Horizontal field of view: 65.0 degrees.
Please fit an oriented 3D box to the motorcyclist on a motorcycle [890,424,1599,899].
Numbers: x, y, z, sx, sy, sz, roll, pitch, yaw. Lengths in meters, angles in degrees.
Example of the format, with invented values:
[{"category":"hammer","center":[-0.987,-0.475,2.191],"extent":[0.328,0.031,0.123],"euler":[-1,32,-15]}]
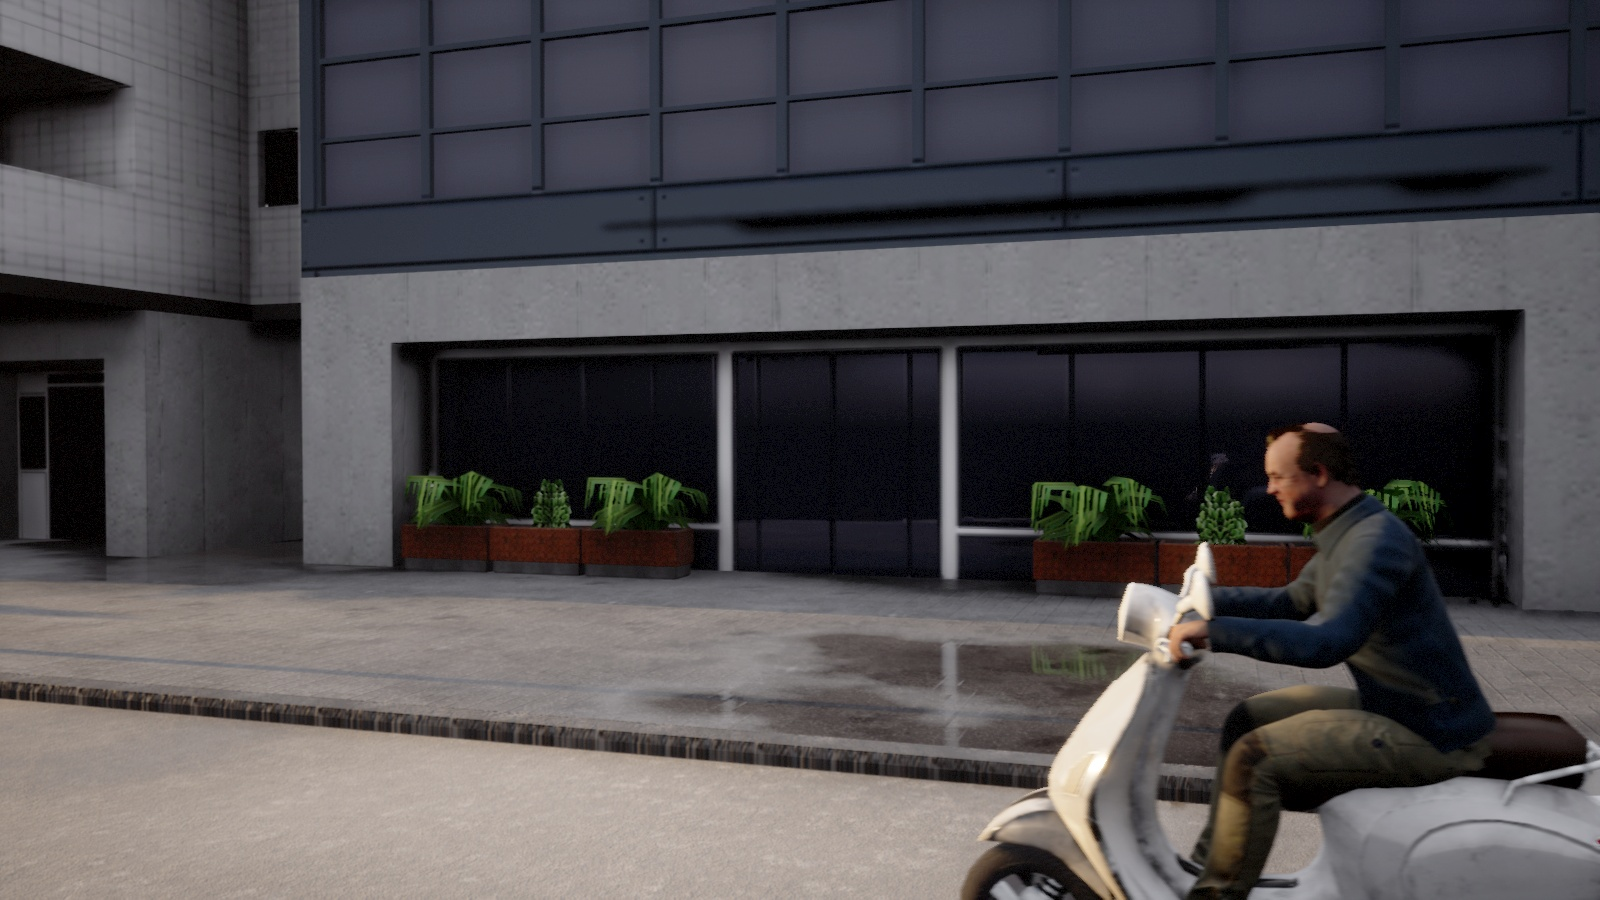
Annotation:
[{"category":"motorcyclist on a motorcycle","center":[1.230,0.731,3.305],"extent":[1.817,1.590,0.866],"euler":[1,1,19]}]
